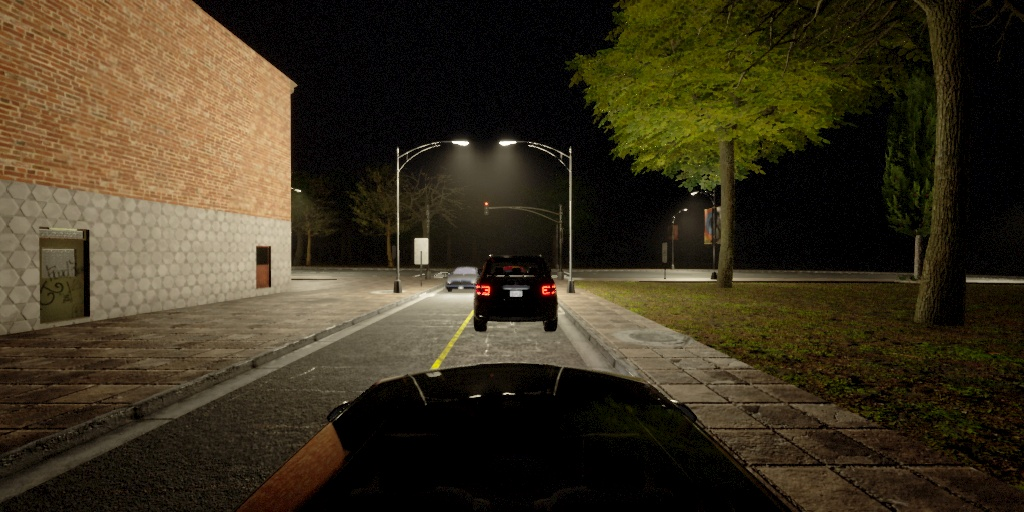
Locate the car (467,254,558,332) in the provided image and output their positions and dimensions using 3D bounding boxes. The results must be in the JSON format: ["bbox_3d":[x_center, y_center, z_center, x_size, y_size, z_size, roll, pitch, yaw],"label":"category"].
[{"bbox_3d":[0.086,0.980,11.050,2.150,2.045,5.566,0,0,0],"label":"car"}]

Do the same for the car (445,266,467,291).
[{"bbox_3d":[-2.783,1.351,22.161,2.033,1.411,5.357,0,0,0],"label":"car"}]
